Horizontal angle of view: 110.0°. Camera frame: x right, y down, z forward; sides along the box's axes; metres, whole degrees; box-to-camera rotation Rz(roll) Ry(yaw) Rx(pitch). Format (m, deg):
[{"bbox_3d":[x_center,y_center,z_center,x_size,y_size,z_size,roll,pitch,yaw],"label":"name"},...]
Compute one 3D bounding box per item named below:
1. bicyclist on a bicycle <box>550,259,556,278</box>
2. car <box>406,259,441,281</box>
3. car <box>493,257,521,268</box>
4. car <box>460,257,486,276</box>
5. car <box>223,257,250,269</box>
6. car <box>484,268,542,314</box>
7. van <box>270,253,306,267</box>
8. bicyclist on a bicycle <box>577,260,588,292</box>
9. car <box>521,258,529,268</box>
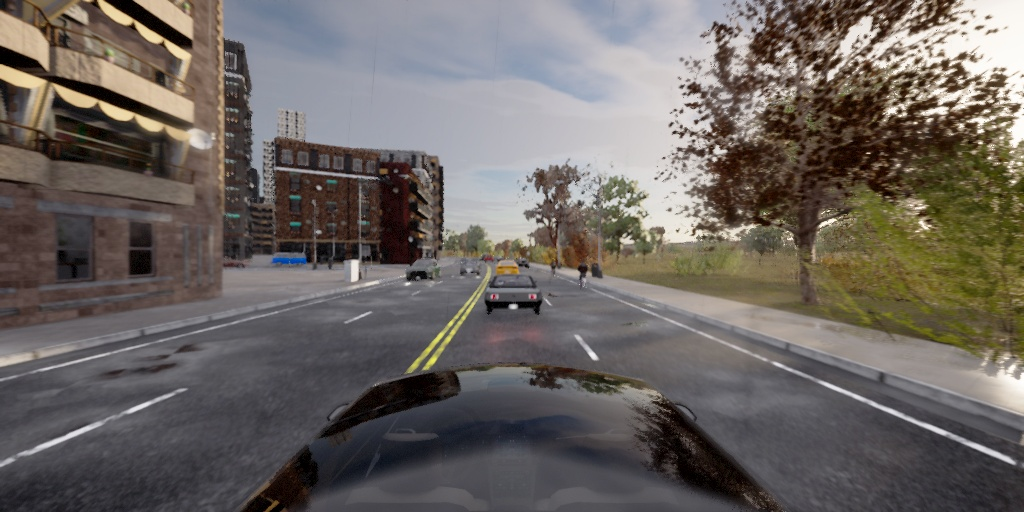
[{"bbox_3d":[3.596,1.121,31.226,0.582,1.620,1.656,0,0,-2],"label":"bicyclist on a bicycle"},{"bbox_3d":[-7.043,1.015,28.884,2.097,1.767,4.553,0,0,-2],"label":"car"},{"bbox_3d":[-0.474,1.140,31.719,1.882,1.535,5.008,0,0,-2],"label":"car"},{"bbox_3d":[-4.008,1.139,35.167,2.128,1.511,4.902,0,0,-2],"label":"car"},{"bbox_3d":[-29.450,0.725,36.689,4.207,1.307,1.802,0,0,-32],"label":"car"},{"bbox_3d":[0.016,1.318,13.646,1.895,1.301,4.718,0,0,-1],"label":"car"},{"bbox_3d":[-29.068,0.476,46.837,3.998,1.789,1.690,0,0,-32],"label":"van"},{"bbox_3d":[3.939,1.074,20.161,0.659,1.776,1.843,0,0,-1],"label":"bicyclist on a bicycle"},{"bbox_3d":[1.499,1.096,54.422,1.837,1.490,4.892,0,1,-4],"label":"car"}]
